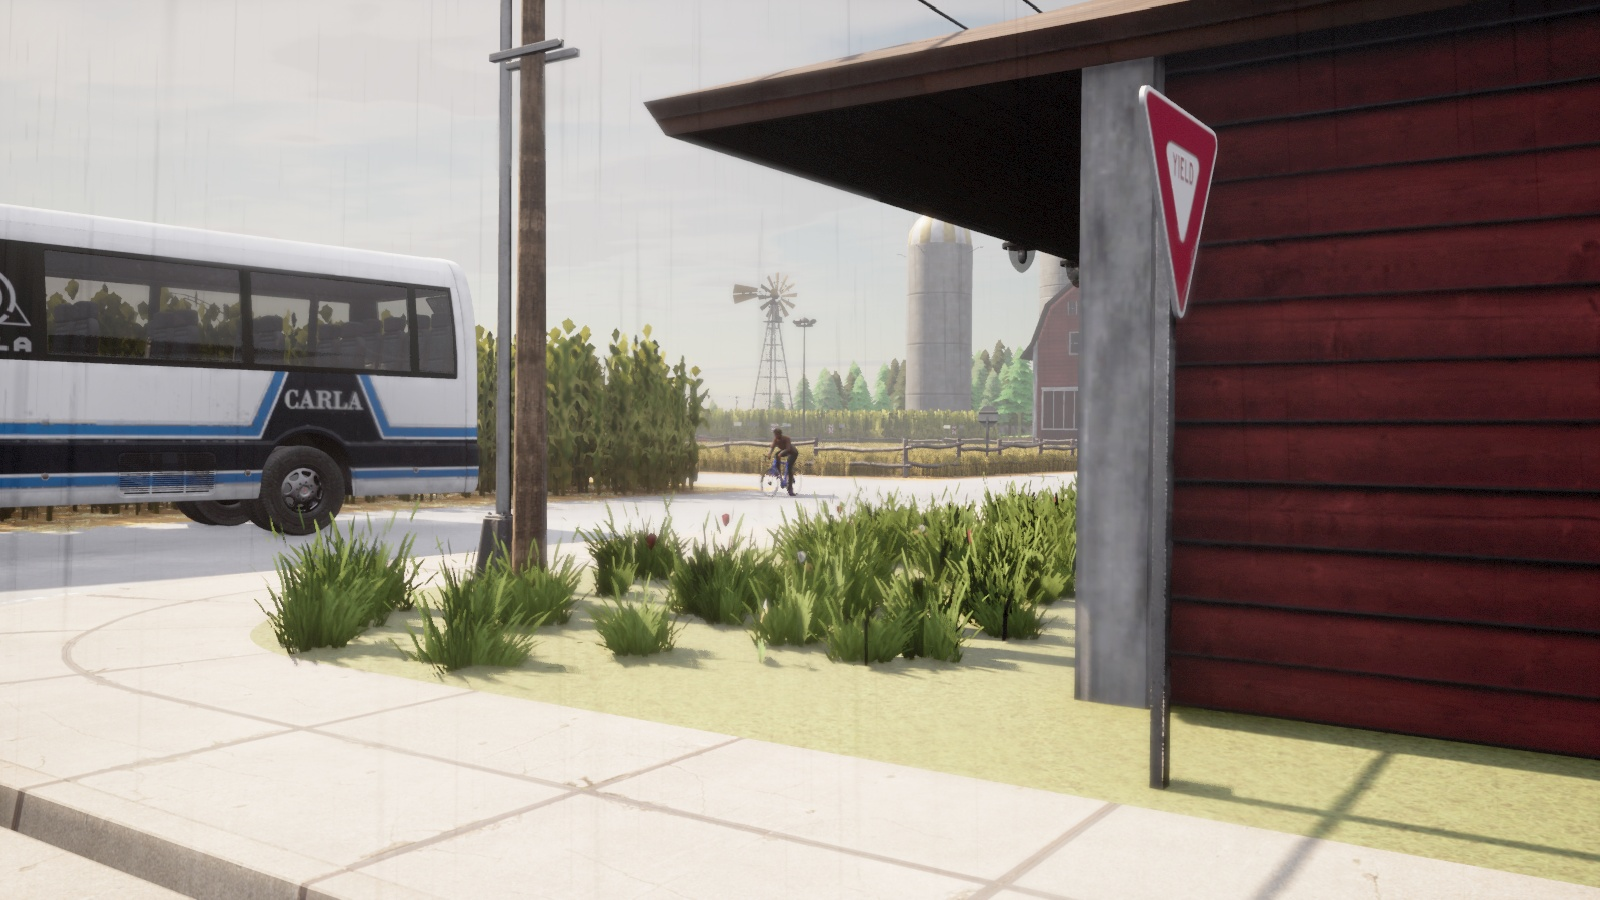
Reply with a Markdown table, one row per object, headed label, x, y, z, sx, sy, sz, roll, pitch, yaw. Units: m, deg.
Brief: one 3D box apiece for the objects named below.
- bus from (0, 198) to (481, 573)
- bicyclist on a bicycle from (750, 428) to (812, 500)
| label | x | y | z | sx | sy | sz | roll | pitch | yaw |
| --- | --- | --- | --- | --- | --- | --- | --- | --- | --- |
| bus | -9.744 | -0.756 | 16.508 | 3.944 | 4.253 | 10.273 | 0 | 1 | 41 |
| bicyclist on a bicycle | -0.440 | 0.312 | 29.501 | 0.582 | 1.620 | 1.656 | 0 | 1 | 34 |
